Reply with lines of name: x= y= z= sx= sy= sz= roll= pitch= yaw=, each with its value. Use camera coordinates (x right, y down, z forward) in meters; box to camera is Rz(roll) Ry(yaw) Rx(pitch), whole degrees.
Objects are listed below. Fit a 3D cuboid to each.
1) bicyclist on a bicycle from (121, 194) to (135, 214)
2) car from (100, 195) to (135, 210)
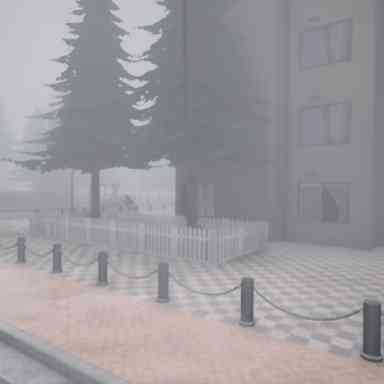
bicyclist on a bicycle: x=-5.380 y=1.008 z=27.867 sx=1.656 sy=1.620 sz=0.582 roll=1 pitch=0 yaw=37
car: x=-8.405 y=1.099 z=36.254 sx=2.128 sy=1.511 sz=4.902 roll=1 pitch=1 yaw=37
